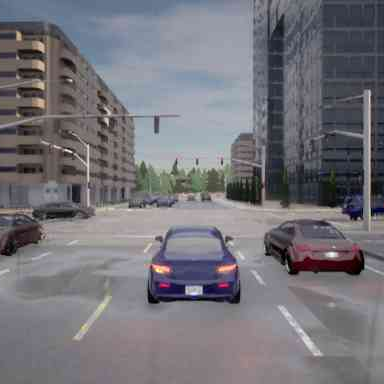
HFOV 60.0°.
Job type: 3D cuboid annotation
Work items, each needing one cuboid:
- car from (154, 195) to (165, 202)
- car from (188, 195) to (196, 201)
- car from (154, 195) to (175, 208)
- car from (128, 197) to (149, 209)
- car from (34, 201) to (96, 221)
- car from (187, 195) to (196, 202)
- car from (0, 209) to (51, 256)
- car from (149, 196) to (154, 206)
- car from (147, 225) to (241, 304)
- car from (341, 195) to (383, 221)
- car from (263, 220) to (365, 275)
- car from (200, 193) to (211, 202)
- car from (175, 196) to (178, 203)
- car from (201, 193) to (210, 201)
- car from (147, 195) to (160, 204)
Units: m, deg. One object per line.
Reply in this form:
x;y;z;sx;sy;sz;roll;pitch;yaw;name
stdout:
-7.194;1.473;74.038;1.837;1.490;4.892;0;0;1;car
-0.048;1.498;87.723;2.128;1.511;4.902;0;0;1;car
-3.993;1.337;48.931;2.097;1.767;4.553;0;0;0;car
-7.503;1.491;45.970;1.837;1.490;4.892;0;0;1;car
-10.292;1.532;26.975;4.892;1.490;1.837;-1;0;0;car
-0.157;1.516;77.379;2.033;1.411;5.357;0;0;1;car
-7.349;1.560;12.850;1.994;1.385;4.181;0;0;-3;car
-7.465;1.547;54.864;1.994;1.385;4.181;0;0;2;car
0.046;1.523;8.021;1.812;1.442;4.674;0;0;0;car
15.076;1.268;26.934;5.566;2.045;2.150;0;0;0;car
3.555;1.561;10.444;1.994;1.385;4.181;0;0;0;car
3.344;1.331;77.587;2.097;1.767;4.553;0;0;1;car
-3.939;1.508;58.418;1.812;1.442;4.674;0;0;1;car
3.453;1.198;87.750;2.150;2.045;5.566;0;0;1;car
-7.354;1.458;63.680;1.882;1.535;5.008;0;0;1;car
